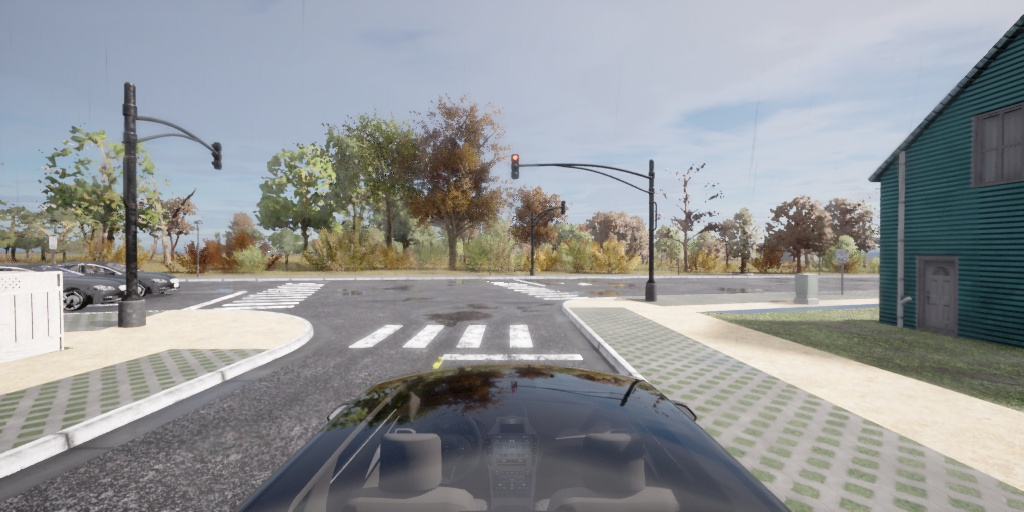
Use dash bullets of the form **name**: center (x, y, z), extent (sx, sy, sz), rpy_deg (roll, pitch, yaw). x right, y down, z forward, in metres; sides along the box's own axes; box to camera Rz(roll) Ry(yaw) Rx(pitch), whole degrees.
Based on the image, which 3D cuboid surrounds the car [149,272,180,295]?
- **car**: center (-17.113, 0.990, 14.937), extent (4.902, 1.511, 2.128), rpy_deg (1, 0, -22)

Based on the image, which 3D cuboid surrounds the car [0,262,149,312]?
- **car**: center (-15.957, 1.019, 11.887), extent (4.902, 1.511, 2.128), rpy_deg (1, 0, -22)
